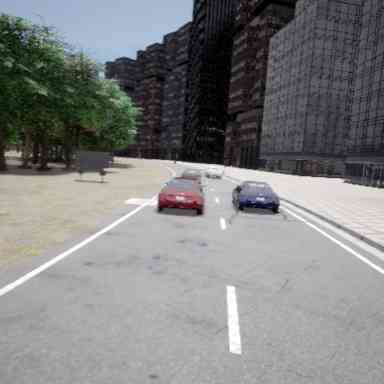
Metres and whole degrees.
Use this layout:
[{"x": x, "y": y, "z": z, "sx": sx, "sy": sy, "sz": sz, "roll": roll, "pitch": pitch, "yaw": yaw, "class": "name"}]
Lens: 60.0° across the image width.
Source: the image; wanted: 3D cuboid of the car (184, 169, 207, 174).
[{"x": -0.024, "y": -1.344, "z": 29.857, "sx": 2.033, "sy": 1.411, "sz": 5.357, "roll": 4, "pitch": 6, "yaw": 0, "class": "car"}]

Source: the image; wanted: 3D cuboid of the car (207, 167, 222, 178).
[{"x": 2.981, "y": -2.741, "z": 45.881, "sx": 1.812, "sy": 1.442, "sz": 4.674, "roll": 4, "pitch": 6, "yaw": -4, "class": "car"}]

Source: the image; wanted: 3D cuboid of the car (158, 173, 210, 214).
[{"x": -0.360, "y": 0.039, "z": 15.374, "sx": 1.994, "sy": 1.385, "sz": 4.181, "roll": 5, "pitch": 5, "yaw": 3, "class": "car"}]

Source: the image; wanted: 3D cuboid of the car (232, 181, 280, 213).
[{"x": 3.260, "y": 0.113, "z": 17.362, "sx": 1.994, "sy": 1.385, "sz": 4.181, "roll": 4, "pitch": 5, "yaw": 2, "class": "car"}]
